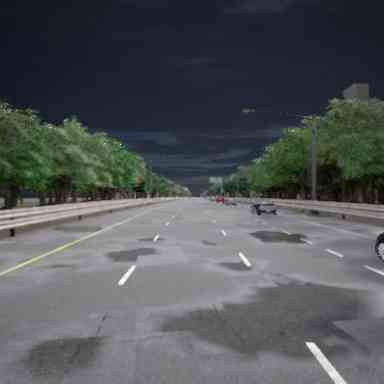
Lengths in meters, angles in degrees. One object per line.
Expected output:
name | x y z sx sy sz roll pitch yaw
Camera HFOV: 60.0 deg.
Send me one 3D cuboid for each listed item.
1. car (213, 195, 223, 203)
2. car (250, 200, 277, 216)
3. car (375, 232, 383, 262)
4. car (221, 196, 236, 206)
car | 7.388 1.907 87.687 2.150 2.045 5.566 0 -1 1
car | 7.047 1.559 33.089 2.128 1.511 4.902 0 0 0
car | 7.002 1.507 9.119 1.837 1.490 4.892 0 0 0
car | 7.192 1.901 62.650 2.033 1.411 5.357 0 -1 0
